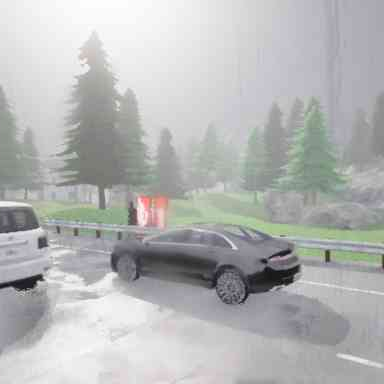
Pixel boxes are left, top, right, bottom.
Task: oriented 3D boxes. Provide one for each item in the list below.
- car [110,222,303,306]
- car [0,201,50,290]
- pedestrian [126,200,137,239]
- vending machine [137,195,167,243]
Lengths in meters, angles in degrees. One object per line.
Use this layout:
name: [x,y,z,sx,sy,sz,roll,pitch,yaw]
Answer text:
car: [0.113,1.489,8.071,4.902,1.511,2.128,0,0,34]
car: [-5.663,1.217,7.748,5.566,2.045,2.150,0,0,33]
pedestrian: [-2.757,1.289,15.198,0.375,1.860,0.375,0,0,33]
vending machine: [-1.855,1.191,15.373,0.880,2.100,1.100,0,0,33]
